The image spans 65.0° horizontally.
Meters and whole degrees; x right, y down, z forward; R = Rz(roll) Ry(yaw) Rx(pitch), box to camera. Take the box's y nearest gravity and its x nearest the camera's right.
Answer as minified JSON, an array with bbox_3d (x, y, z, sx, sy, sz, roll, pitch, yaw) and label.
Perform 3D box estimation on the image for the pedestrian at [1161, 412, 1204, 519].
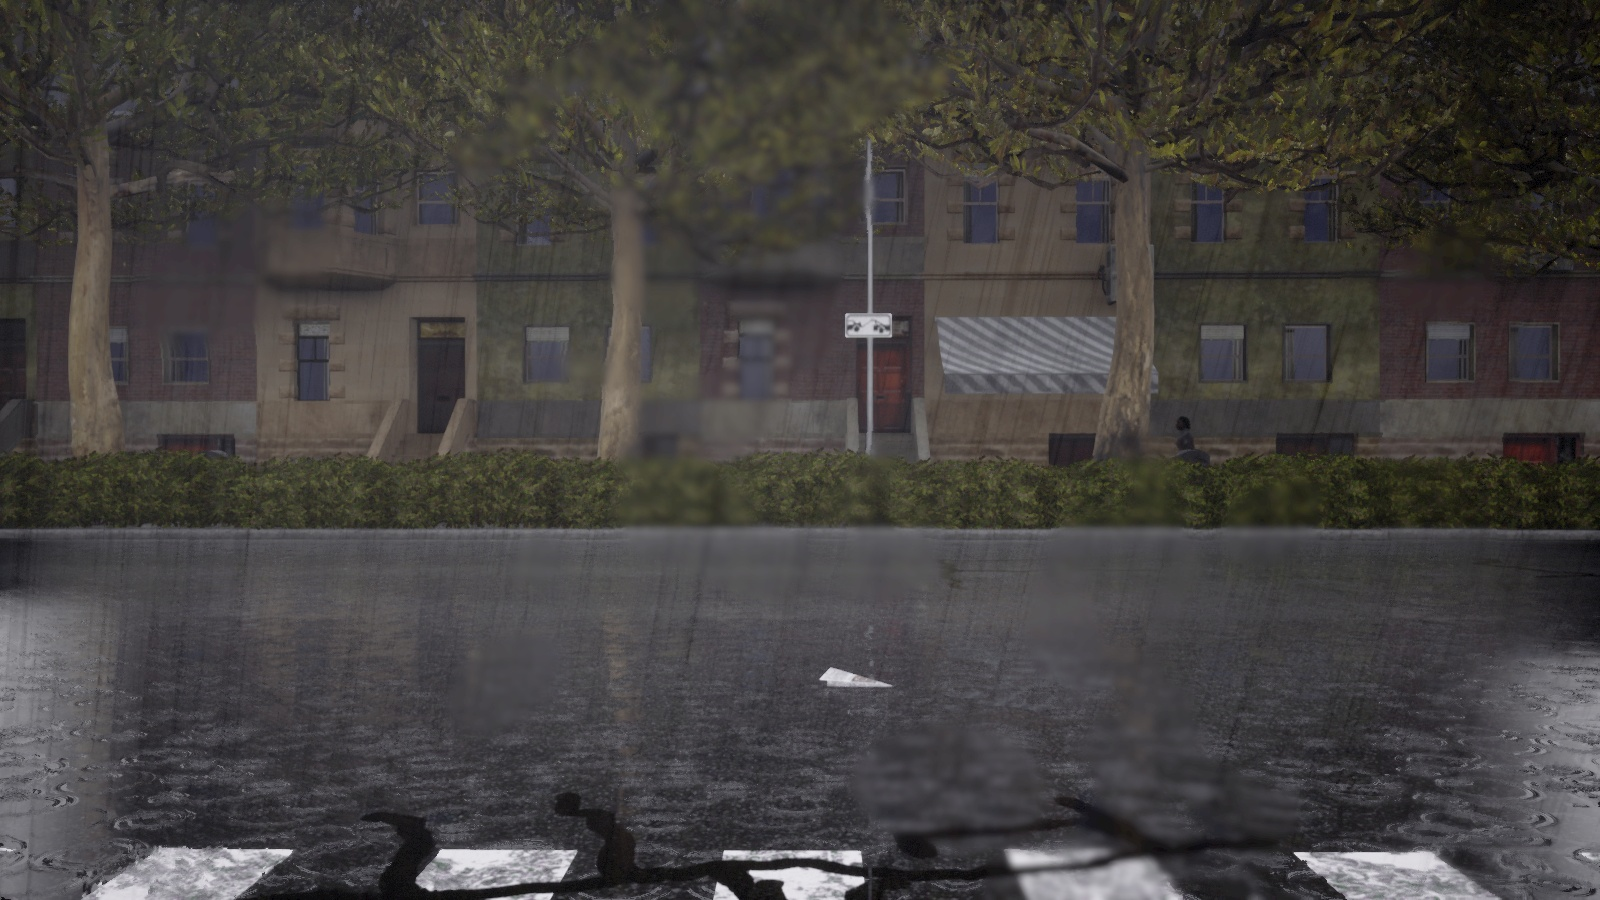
[{"bbox_3d":[6.941,0.277,22.786,0.666,1.930,0.402,0,0,2],"label":"pedestrian"}]
